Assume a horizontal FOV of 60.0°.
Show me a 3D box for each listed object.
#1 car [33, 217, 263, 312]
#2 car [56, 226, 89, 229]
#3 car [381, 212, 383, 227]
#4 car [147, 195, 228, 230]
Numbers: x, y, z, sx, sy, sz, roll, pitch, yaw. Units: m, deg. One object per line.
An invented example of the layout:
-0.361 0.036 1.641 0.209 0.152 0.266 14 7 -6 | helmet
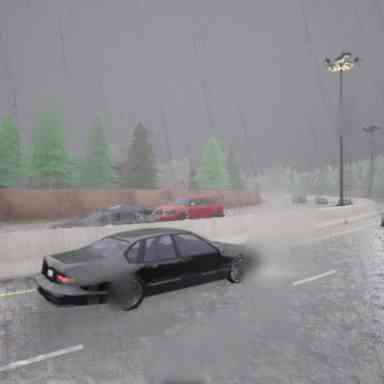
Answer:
-0.692 1.562 7.791 5.357 1.411 2.033 0 0 -39 | car
-3.779 1.539 14.599 4.892 1.490 1.837 0 0 -40 | car
13.800 1.508 21.855 1.812 1.442 4.674 0 0 40 | car
-0.142 1.254 22.483 5.566 2.045 2.150 0 0 -45 | car
